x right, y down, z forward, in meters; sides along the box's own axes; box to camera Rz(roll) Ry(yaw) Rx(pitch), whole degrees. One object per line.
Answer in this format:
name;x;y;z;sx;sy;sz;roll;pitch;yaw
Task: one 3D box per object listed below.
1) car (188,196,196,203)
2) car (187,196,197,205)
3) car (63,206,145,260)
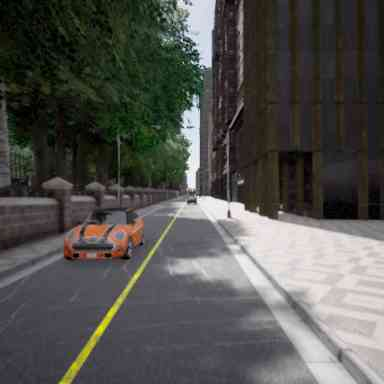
car;0.005;1.571;74.476;1.812;1.442;4.674;0;0;0
car;0.005;1.653;64.051;1.837;1.490;4.892;0;0;0
car;-3.073;1.383;12.502;2.097;1.767;4.553;0;0;0
